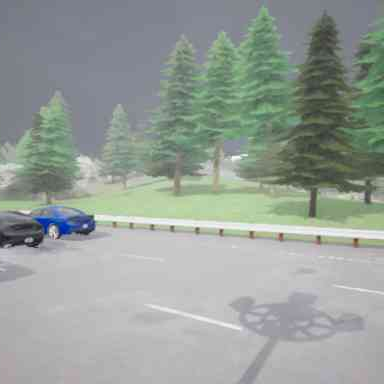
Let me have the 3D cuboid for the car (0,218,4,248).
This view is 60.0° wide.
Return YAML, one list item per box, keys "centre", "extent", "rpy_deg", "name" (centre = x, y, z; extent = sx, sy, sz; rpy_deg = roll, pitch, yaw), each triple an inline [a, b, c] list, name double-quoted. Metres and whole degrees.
- centre: [-7.282, 1.460, 8.679]
  extent: [5.008, 1.535, 1.882]
  rpy_deg: [0, 0, 32]
  name: "car"

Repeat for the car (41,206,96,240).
- centre: [-7.076, 1.442, 16.763]
  extent: [5.008, 1.535, 1.882]
  rpy_deg: [0, 0, 31]
  name: "car"

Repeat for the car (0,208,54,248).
- centre: [-7.904, 1.478, 13.172]
  extent: [4.892, 1.490, 1.837]
  rpy_deg: [0, 0, 32]
  name: "car"
